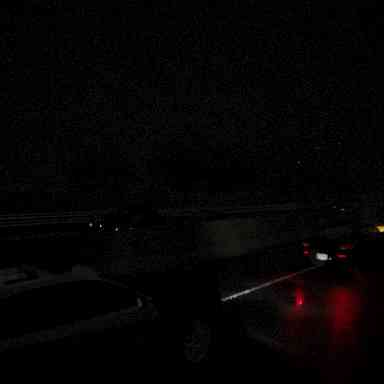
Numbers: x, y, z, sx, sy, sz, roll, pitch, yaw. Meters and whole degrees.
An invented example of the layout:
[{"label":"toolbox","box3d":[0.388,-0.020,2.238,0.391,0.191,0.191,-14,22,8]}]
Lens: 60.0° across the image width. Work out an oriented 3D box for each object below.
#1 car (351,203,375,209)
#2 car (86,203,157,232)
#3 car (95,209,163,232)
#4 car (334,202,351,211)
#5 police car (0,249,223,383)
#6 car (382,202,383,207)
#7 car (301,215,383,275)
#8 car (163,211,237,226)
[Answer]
[{"label":"car","box3d":[27.027,2.386,51.792,1.812,1.442,4.674,-2,-2,45]},{"label":"car","box3d":[-4.872,1.851,24.365,2.150,2.045,5.566,-2,-2,44]},{"label":"car","box3d":[-3.050,2.075,21.214,2.033,1.411,5.357,-2,-2,44]},{"label":"car","box3d":[25.014,2.467,54.726,1.837,1.490,4.892,-2,-2,45]},{"label":"police car","box3d":[-1.627,1.551,4.045,1.930,1.638,5.238,-2,-2,44]},{"label":"car","box3d":[30.693,1.999,50.531,5.566,2.045,2.150,0,-2,-45]},{"label":"car","box3d":[5.308,1.686,11.107,1.812,1.442,4.674,-2,-2,44]},{"label":"car","box3d":[0.877,1.945,20.222,1.837,1.490,4.892,-2,-2,44]}]
